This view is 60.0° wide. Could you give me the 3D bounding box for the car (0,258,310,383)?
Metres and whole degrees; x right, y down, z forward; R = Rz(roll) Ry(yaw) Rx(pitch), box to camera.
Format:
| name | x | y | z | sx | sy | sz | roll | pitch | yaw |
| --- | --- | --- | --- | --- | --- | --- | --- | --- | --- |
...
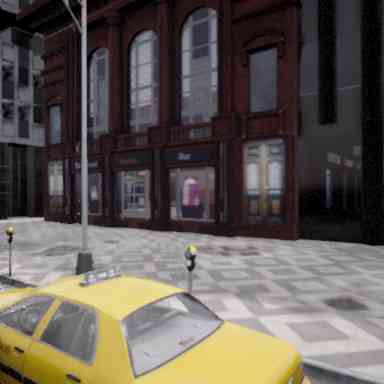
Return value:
| name | x | y | z | sx | sy | sz | roll | pitch | yaw |
| --- | --- | --- | --- | --- | --- | --- | --- | --- | --- |
| car | -1.223 | 1.552 | 3.832 | 4.829 | 1.417 | 1.752 | -1 | 0 | 36 |
